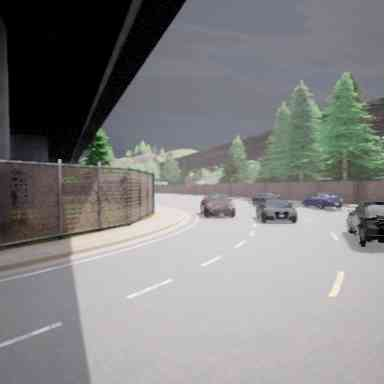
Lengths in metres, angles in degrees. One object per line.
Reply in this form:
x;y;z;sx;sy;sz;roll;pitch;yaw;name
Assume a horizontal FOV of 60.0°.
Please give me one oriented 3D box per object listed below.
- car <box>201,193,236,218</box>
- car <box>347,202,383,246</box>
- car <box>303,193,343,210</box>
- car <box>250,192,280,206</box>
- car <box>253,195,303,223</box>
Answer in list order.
1.830;0.859;24.154;2.097;1.767;4.553;-1;1;-3;car
7.378;1.128;13.109;1.882;1.535;5.008;0;1;19;car
11.822;0.787;30.273;1.812;1.442;4.674;-1;1;-9;car
7.486;0.761;33.380;1.837;1.490;4.892;-1;1;-15;car
5.145;1.100;20.498;1.994;1.385;4.181;-1;1;4;car
